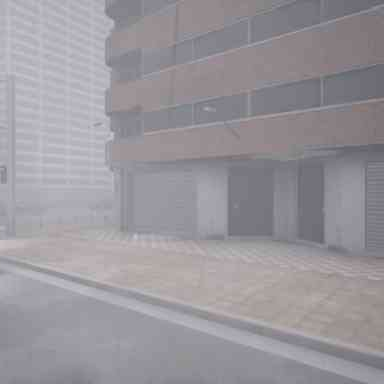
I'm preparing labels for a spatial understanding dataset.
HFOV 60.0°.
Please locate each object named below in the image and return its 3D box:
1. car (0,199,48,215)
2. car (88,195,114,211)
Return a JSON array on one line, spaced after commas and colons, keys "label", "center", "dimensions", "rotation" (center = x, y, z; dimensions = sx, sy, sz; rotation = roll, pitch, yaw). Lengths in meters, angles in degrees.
[{"label": "car", "center": [-16.698, 1.505, 32.633], "dimensions": [1.837, 1.490, 4.892], "rotation": [0, 0, 37]}, {"label": "car", "center": [-10.451, 1.505, 40.889], "dimensions": [1.837, 1.490, 4.892], "rotation": [0, 0, 37]}]
